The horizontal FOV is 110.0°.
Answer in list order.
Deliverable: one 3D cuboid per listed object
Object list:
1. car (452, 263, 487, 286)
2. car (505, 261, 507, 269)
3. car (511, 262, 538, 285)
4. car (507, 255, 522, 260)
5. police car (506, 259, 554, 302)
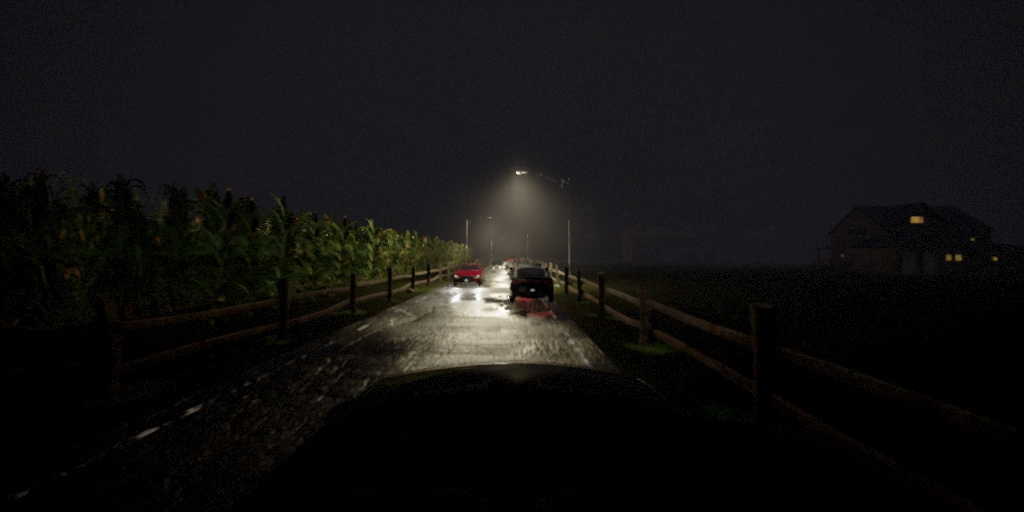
[{"bbox_3d":[-2.843,1.236,24.660,1.812,1.442,4.674,0,0,0],"label":"car"},{"bbox_3d":[0.015,1.283,51.782,1.895,1.301,4.718,0,0,0],"label":"car"},{"bbox_3d":[0.828,1.213,26.836,1.837,1.490,4.892,0,0,0],"label":"car"},{"bbox_3d":[0.828,1.049,32.806,2.097,1.767,4.553,0,0,0],"label":"car"},{"bbox_3d":[0.827,1.149,16.946,1.930,1.638,5.238,0,0,0],"label":"police car"}]
